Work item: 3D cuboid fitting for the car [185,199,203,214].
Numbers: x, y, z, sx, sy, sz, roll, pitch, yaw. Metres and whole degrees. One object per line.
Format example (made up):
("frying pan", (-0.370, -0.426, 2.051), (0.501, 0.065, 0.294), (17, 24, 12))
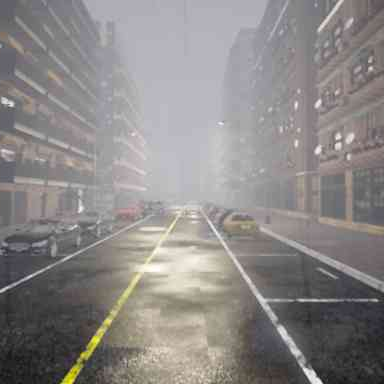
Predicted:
("car", (0.101, 2.023, 43.061), (1.812, 1.442, 4.674), (0, -1, 0))

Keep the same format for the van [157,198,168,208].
("van", (-5.687, 2.078, 63.837), (1.690, 1.788, 3.998), (0, -1, 0))

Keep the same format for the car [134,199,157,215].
("car", (-5.688, 1.792, 41.295), (2.192, 1.841, 5.009), (0, -1, 0))

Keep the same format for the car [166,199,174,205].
("car", (-5.689, 2.547, 86.378), (2.008, 1.369, 4.403), (0, -1, 0))

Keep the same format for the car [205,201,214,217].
("car", (2.692, 1.994, 35.651), (1.802, 1.307, 4.206), (0, -1, 0))

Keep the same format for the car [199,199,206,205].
("car", (2.691, 2.579, 86.374), (1.802, 1.307, 4.206), (0, -1, 0))

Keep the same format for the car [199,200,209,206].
("car", (2.692, 2.433, 75.102), (1.947, 1.339, 4.313), (0, -1, 0))

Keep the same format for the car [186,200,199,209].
("car", (0.100, 2.159, 57.877), (2.128, 1.511, 4.902), (0, -1, 0))

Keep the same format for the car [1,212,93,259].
("car", (-5.688, 1.703, 13.111), (2.008, 1.369, 4.403), (0, -1, 0))

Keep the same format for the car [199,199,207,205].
("car", (2.692, 2.476, 80.738), (1.887, 1.381, 4.507), (0, -1, 0))

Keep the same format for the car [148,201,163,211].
("car", (-5.688, 2.130, 52.393), (1.752, 1.417, 4.829), (0, -1, 0))

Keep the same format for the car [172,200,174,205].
("car", (-5.689, 2.482, 80.742), (2.008, 1.369, 4.403), (0, -1, 0))

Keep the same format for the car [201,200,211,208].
("car", (2.692, 2.264, 64.002), (1.752, 1.417, 4.829), (0, -1, 0))

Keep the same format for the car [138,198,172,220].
("car", (-3.000, 1.437, 27.849), (1.837, 1.490, 4.892), (0, -1, 0))

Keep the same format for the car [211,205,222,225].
("car", (2.692, 1.849, 24.380), (1.947, 1.339, 4.313), (0, -1, 0))

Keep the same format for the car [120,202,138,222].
("car", (-5.688, 1.892, 30.020), (1.887, 1.381, 4.507), (0, -1, 0))

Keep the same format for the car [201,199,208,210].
("car", (2.692, 2.189, 52.559), (1.802, 1.307, 4.206), (0, -1, 0))

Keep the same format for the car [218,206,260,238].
("car", (2.693, 1.745, 18.914), (1.752, 1.417, 4.829), (0, -1, 0))

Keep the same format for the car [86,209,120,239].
("car", (-5.689, 1.768, 18.748), (2.008, 1.369, 4.403), (0, -1, 0))
